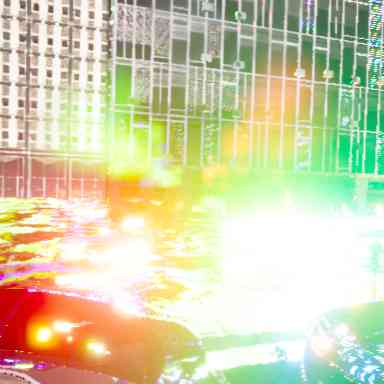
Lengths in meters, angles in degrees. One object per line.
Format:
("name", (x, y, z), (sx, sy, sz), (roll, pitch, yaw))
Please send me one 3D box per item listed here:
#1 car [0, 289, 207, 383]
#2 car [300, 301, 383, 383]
("car", (-2.014, 1.421, 2.043), (4.403, 1.369, 2.008), (1, 2, -14))
("car", (3.342, 1.542, 3.426), (4.507, 1.381, 1.887), (1, 2, -14))
